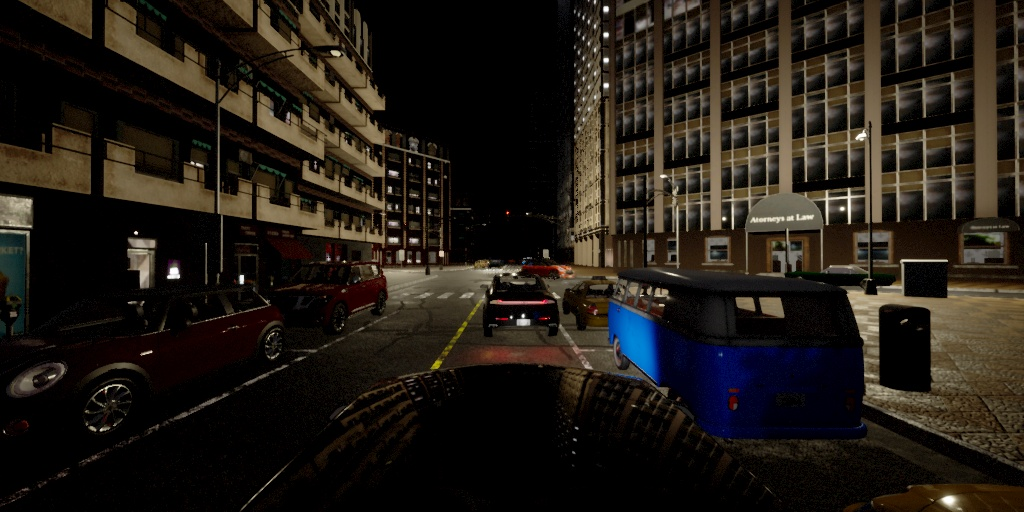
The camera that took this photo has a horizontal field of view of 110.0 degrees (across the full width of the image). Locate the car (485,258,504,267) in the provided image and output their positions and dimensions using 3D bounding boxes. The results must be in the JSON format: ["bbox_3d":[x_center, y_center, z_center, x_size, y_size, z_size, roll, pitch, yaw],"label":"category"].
[{"bbox_3d":[-2.836,1.423,58.768,1.895,1.301,4.718,0,0,2],"label":"car"}]

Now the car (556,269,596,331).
[{"bbox_3d":[2.562,1.278,10.857,1.751,1.417,4.829,0,0,0],"label":"car"}]

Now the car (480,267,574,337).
[{"bbox_3d":[0.130,1.244,10.291,2.128,1.511,4.902,0,0,-3],"label":"car"}]

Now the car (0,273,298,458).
[{"bbox_3d":[-5.316,1.190,5.142,1.967,1.591,4.097,0,0,0],"label":"car"}]

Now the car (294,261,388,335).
[{"bbox_3d":[-5.318,1.068,10.678,2.192,1.841,5.009,0,0,0],"label":"car"}]

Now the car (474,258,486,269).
[{"bbox_3d":[-5.334,1.350,59.508,1.751,1.417,4.829,0,0,0],"label":"car"}]

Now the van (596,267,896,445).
[{"bbox_3d":[2.564,1.091,5.150,1.690,1.789,3.998,0,0,0],"label":"van"}]

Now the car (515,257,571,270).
[{"bbox_3d":[2.911,1.074,29.706,4.553,1.767,2.097,-1,-1,41],"label":"car"}]

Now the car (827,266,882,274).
[{"bbox_3d":[18.302,1.193,20.409,4.718,1.301,1.895,-1,-1,40],"label":"car"}]
